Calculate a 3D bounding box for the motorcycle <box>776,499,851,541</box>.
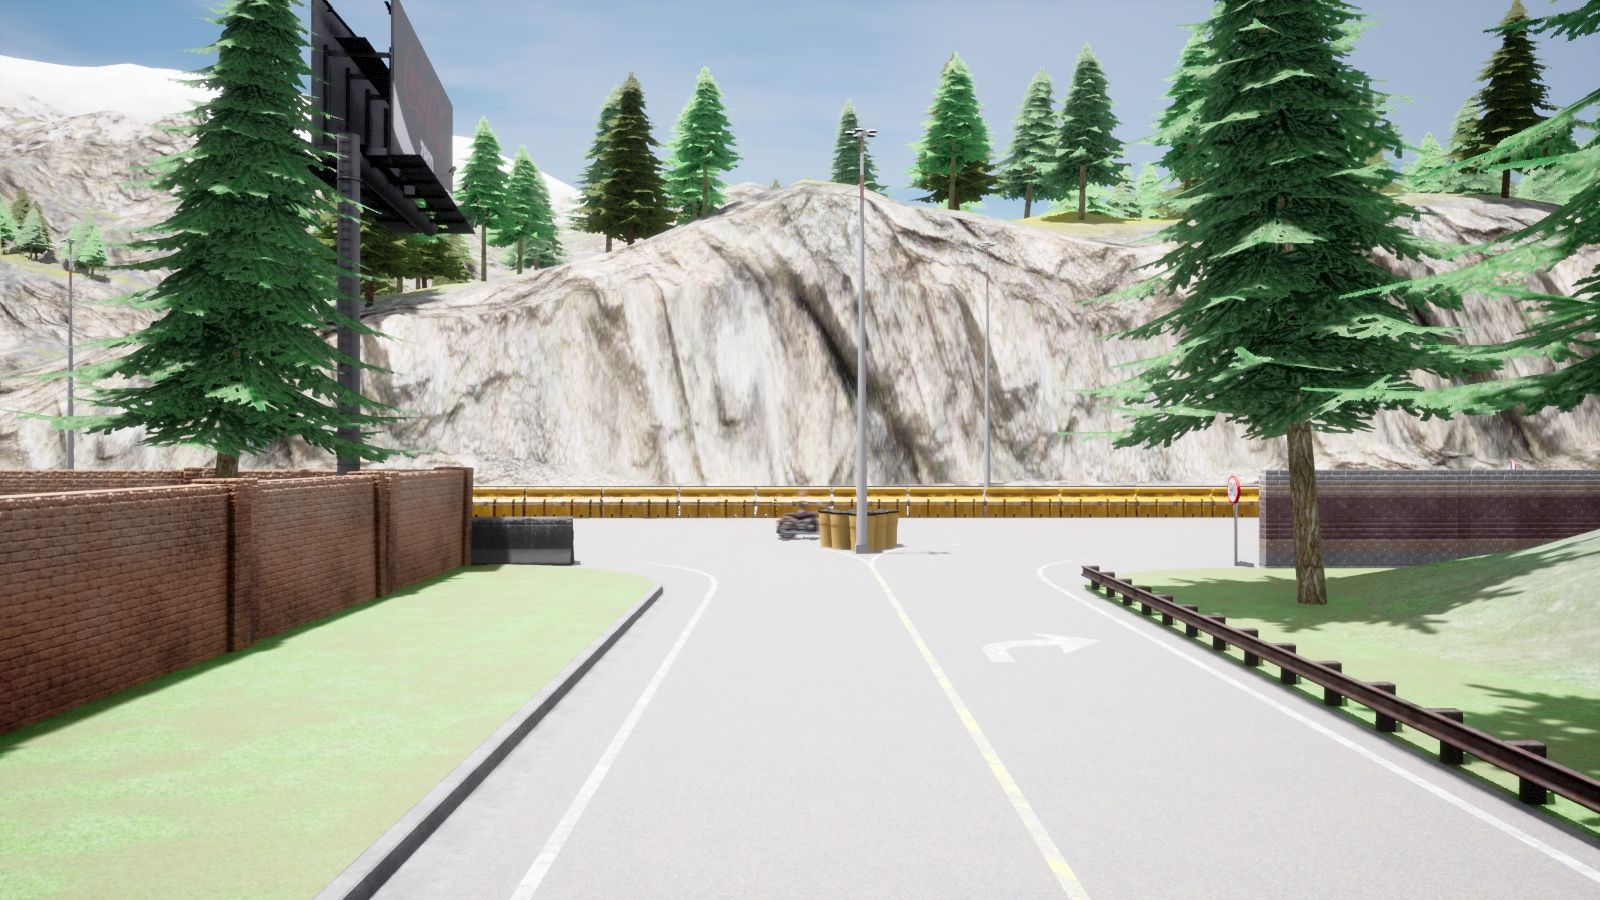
[{"bbox_3d":[0.415,2.192,36.119,2.356,1.277,0.764,0,0,-1],"label":"motorcycle"}]
